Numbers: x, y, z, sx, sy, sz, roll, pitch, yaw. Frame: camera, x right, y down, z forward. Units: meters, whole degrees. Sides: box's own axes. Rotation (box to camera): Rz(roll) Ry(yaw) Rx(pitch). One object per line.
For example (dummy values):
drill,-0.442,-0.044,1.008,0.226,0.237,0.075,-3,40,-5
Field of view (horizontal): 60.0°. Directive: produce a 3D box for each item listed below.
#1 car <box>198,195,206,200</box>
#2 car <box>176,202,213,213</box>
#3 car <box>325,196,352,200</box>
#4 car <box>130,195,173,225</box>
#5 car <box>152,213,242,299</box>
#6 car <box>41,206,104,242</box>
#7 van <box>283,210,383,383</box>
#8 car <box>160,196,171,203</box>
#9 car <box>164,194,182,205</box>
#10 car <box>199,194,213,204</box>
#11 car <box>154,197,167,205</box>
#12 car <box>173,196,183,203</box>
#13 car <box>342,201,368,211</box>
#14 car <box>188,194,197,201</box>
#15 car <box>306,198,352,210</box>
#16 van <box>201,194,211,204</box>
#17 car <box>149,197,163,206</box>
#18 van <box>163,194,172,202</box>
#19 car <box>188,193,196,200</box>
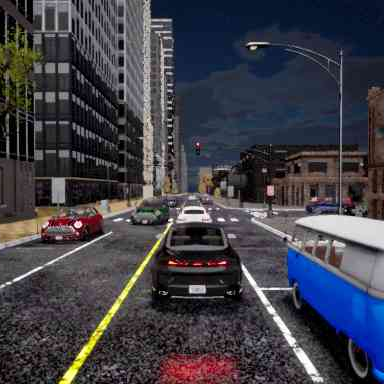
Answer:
car,2.766,1.531,93.607,2.008,1.369,4.403,-1,0,0
car,0.111,1.520,18.770,1.812,1.442,4.674,0,0,0
car,16.563,1.411,39.441,5.009,1.841,2.192,1,0,1
car,-2.896,1.345,23.726,2.097,1.767,4.553,0,0,4
car,0.105,1.502,8.414,1.837,1.490,4.892,0,0,0
car,-5.688,1.435,16.214,1.967,1.590,4.097,-1,0,0
van,2.680,1.340,5.122,1.690,1.788,3.998,-1,0,0
car,-5.602,1.549,71.094,1.947,1.339,4.313,-1,0,0
car,-3.042,1.478,52.082,2.128,1.511,4.902,0,0,0
car,2.733,1.425,59.743,1.967,1.590,4.097,-1,0,0
car,-5.613,1.551,59.805,1.947,1.339,4.313,-1,0,0
car,-2.933,1.536,71.094,1.994,1.385,4.181,0,0,0
car,16.446,1.793,31.065,4.313,1.339,1.947,1,0,1
car,0.075,1.504,81.055,1.812,1.442,4.674,0,0,0
car,14.850,1.684,36.881,4.181,1.385,1.994,1,1,1
van,2.736,1.325,65.387,1.690,1.788,3.998,-1,0,0
car,-5.789,1.512,53.992,1.752,1.417,4.829,-1,0,0
van,-5.600,1.323,76.738,1.690,1.788,3.998,-1,0,0
car,0.085,1.257,91.058,2.097,1.767,4.553,0,0,0
